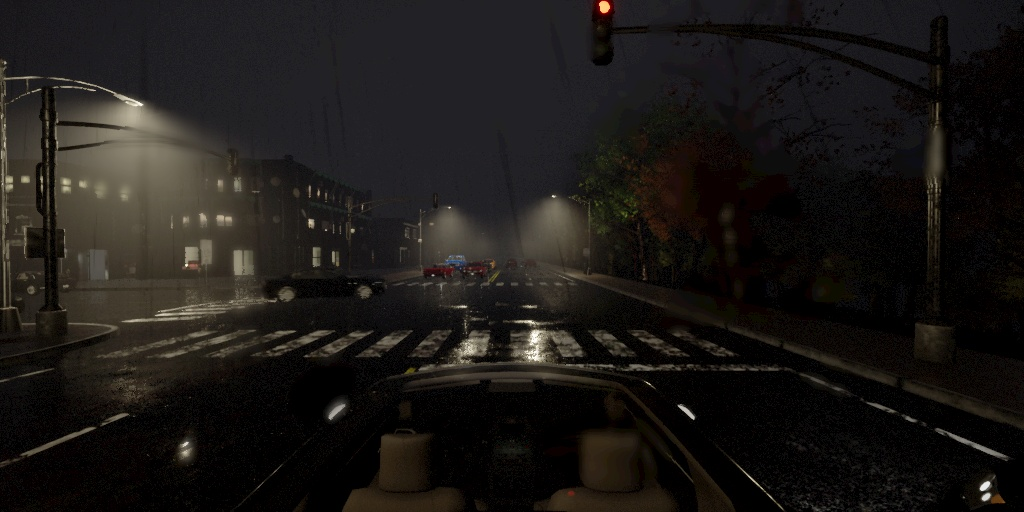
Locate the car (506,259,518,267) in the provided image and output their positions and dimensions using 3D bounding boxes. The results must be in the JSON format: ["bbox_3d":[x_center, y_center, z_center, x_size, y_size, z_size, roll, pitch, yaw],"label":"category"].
[{"bbox_3d":[-0.037,1.231,63.189,1.837,1.490,4.892,0,0,0],"label":"car"}]

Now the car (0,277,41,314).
[{"bbox_3d":[-19.971,1.565,12.521,4.313,1.339,1.948,0,0,0],"label":"car"}]

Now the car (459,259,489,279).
[{"bbox_3d":[-3.411,1.266,33.087,1.812,1.442,4.674,0,0,0],"label":"car"}]

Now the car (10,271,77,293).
[{"bbox_3d":[-28.323,1.560,21.015,4.403,1.370,2.007,0,0,0],"label":"car"}]

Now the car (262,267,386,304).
[{"bbox_3d":[-8.404,1.240,16.378,5.008,1.535,1.882,-1,1,-15],"label":"car"}]

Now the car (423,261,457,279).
[{"bbox_3d":[-6.661,1.341,32.866,1.895,1.301,4.718,0,0,2],"label":"car"}]

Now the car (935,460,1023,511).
[{"bbox_3d":[3.356,1.314,0.208,1.994,1.385,4.181,0,0,0],"label":"car"}]

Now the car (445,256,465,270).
[{"bbox_3d":[-6.677,0.957,42.771,2.150,2.045,5.566,0,0,0],"label":"car"}]

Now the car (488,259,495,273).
[{"bbox_3d":[-3.424,1.240,43.154,1.837,1.490,4.892,0,0,0],"label":"car"}]

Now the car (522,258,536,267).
[{"bbox_3d":[3.213,1.204,63.215,1.882,1.535,5.008,0,0,0],"label":"car"}]
